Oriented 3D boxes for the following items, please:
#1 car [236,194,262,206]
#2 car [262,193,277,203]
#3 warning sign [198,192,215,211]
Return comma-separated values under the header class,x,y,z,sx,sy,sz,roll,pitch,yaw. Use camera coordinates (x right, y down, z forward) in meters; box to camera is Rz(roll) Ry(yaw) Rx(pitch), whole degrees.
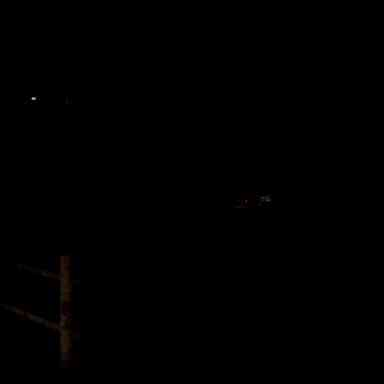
class,x,y,z,sx,sy,sz,roll,pitch,yaw
car,8.318,1.319,49.323,1.895,1.301,4.718,0,0,31
car,13.163,1.034,57.566,2.097,1.767,4.553,0,0,31
warning sign,1.427,0.908,33.055,1.300,1.860,1.060,-1,0,31
